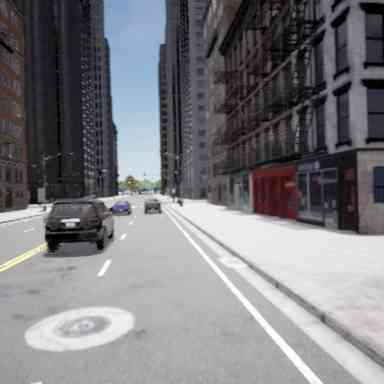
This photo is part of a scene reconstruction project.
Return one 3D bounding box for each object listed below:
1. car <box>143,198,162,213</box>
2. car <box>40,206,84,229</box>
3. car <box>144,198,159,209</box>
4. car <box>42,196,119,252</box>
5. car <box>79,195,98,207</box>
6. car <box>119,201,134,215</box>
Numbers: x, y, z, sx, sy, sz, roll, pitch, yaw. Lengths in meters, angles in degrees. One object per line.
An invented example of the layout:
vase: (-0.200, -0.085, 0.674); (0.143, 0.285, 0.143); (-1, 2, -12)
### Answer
car: (-4.462, 1.560, 37.959); (1.837, 1.490, 4.892); (-2, 0, -7)
car: (-9.530, 1.817, 24.774); (1.895, 1.301, 4.718); (-2, 0, -7)
car: (-6.033, 1.619, 49.808); (2.033, 1.411, 5.357); (-2, 0, -7)
car: (-4.817, 1.325, 14.939); (2.150, 2.045, 5.566); (-2, 0, -7)
car: (-16.268, 1.413, 52.639); (2.097, 1.767, 4.553); (-2, 0, -7)
car: (-7.497, 1.666, 36.070); (1.812, 1.442, 4.674); (-2, 0, -7)
